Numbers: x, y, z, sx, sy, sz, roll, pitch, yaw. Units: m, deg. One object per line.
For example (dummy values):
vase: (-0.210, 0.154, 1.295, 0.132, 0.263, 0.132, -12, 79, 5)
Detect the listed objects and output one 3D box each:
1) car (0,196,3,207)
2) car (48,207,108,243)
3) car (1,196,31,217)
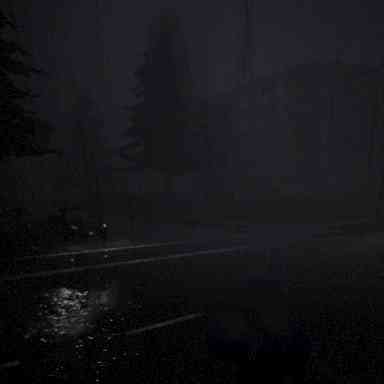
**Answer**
car: (-26.823, 1.348, 48.047, 2.097, 1.767, 4.553, 0, 0, -30)
car: (-5.702, 1.490, 16.230, 1.812, 1.442, 4.674, 0, 0, -36)
car: (-16.509, 1.443, 31.355, 1.882, 1.535, 5.008, 0, 0, -34)
